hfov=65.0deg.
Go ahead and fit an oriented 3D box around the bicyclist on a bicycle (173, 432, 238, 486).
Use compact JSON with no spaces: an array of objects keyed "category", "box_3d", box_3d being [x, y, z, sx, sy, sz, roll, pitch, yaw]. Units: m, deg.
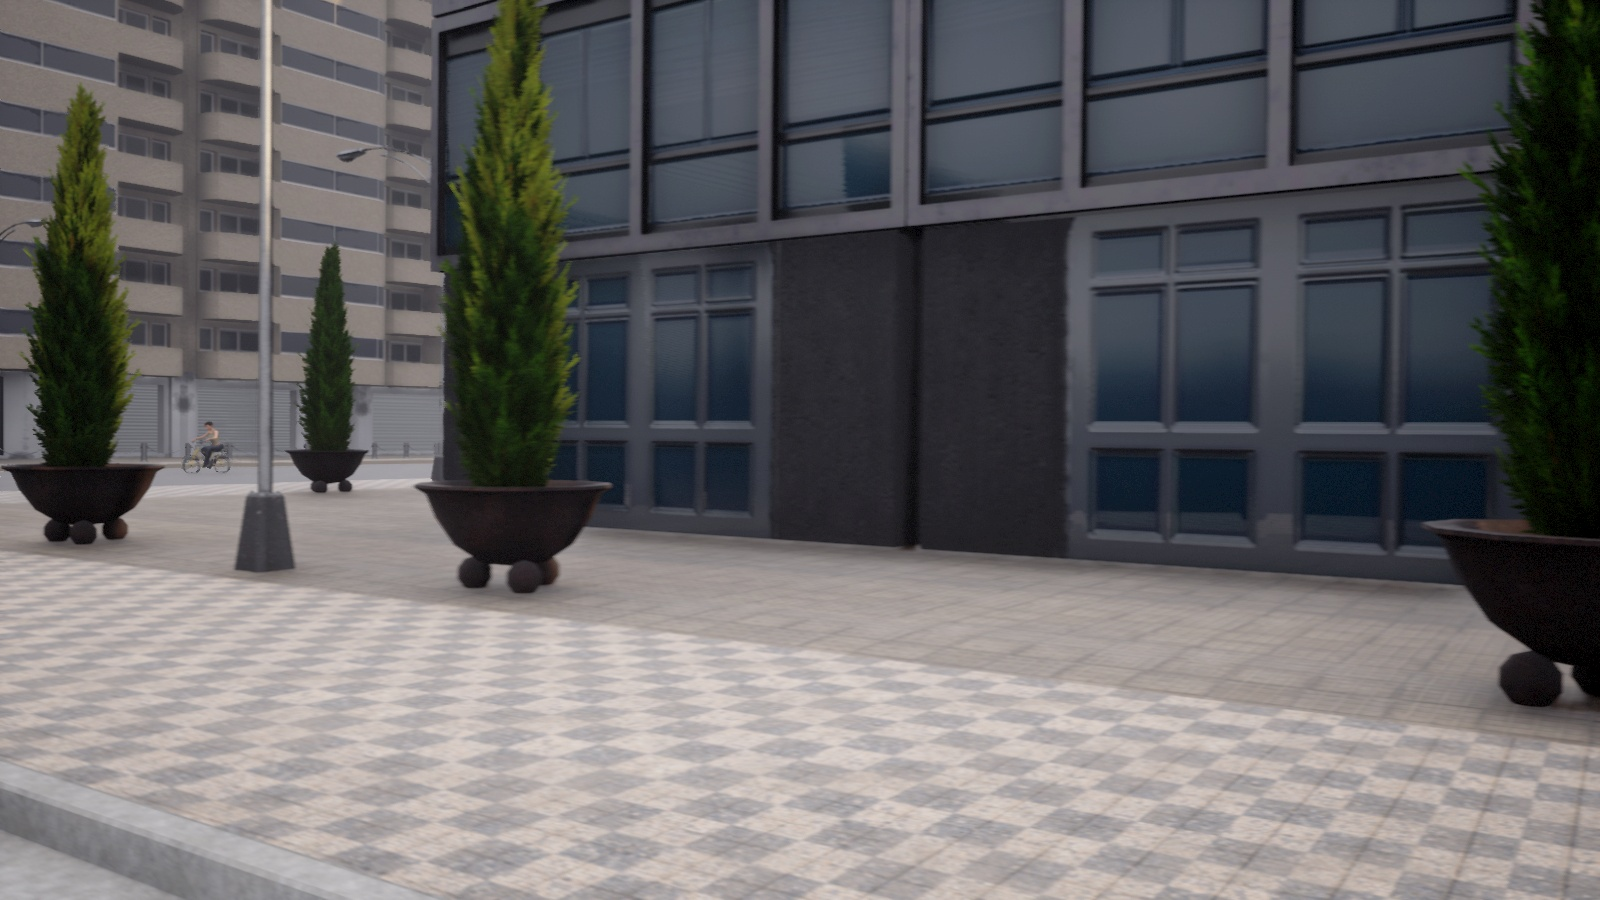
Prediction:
[{"category":"bicyclist on a bicycle","box_3d":[-17.946,0.257,37.941,0.866,1.612,1.509,0,1,34]}]
